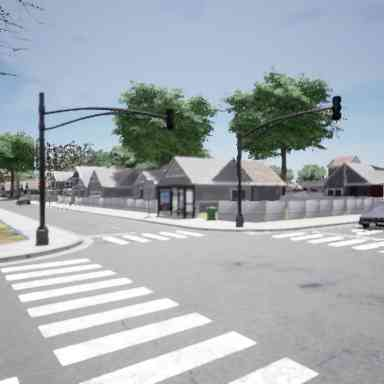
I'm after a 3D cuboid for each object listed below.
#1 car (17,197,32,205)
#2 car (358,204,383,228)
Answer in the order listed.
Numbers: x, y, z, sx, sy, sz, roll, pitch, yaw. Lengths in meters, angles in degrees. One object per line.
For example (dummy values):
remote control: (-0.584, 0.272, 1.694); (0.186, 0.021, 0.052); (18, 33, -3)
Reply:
car: (-29.761, 1.592, 58.900); (1.812, 1.442, 4.674); (0, 0, -35)
car: (12.287, 1.460, 20.466); (5.357, 1.411, 2.033); (0, 0, -38)
